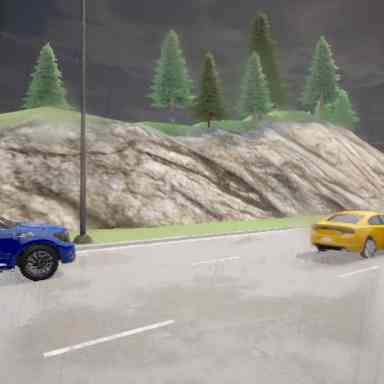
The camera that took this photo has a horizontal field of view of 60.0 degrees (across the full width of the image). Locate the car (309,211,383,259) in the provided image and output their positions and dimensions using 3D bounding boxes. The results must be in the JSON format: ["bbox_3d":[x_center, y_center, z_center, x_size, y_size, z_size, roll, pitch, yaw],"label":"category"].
[{"bbox_3d":[6.601,1.478,12.771,5.008,1.535,1.882,0,0,-36],"label":"car"}]

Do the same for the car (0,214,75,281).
[{"bbox_3d":[-5.844,1.218,8.167,5.566,2.045,2.150,0,0,-36],"label":"car"}]
